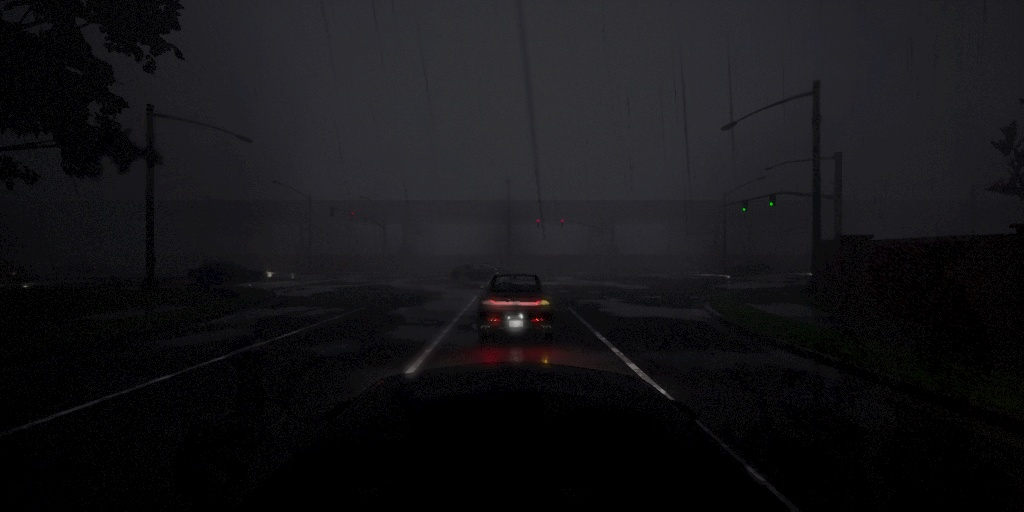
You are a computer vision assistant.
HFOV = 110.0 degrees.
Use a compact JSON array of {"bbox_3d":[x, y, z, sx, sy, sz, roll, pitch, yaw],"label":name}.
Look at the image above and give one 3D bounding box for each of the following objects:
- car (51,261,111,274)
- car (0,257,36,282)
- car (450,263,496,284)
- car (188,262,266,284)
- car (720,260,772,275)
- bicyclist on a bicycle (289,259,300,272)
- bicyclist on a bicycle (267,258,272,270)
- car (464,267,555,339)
[{"bbox_3d":[-49.669,1.297,41.404,5.357,1.411,2.033,0,0,2],"label":"car"},{"bbox_3d":[-40.368,0.961,27.150,5.566,2.045,2.150,0,0,2],"label":"car"},{"bbox_3d":[-2.025,1.227,26.028,4.902,1.511,2.128,0,0,2],"label":"car"},{"bbox_3d":[-20.989,1.228,26.538,5.008,1.535,1.882,0,0,2],"label":"car"},{"bbox_3d":[23.495,1.140,36.052,4.674,1.442,1.812,-1,0,2],"label":"car"},{"bbox_3d":[-27.055,1.203,44.677,0.582,1.620,1.656,0,0,14],"label":"bicyclist on a bicycle"},{"bbox_3d":[-31.608,1.050,46.765,0.582,1.620,1.656,0,0,-33],"label":"bicyclist on a bicycle"},{"bbox_3d":[0.094,1.242,10.117,2.128,1.511,4.902,0,0,0],"label":"car"}]
